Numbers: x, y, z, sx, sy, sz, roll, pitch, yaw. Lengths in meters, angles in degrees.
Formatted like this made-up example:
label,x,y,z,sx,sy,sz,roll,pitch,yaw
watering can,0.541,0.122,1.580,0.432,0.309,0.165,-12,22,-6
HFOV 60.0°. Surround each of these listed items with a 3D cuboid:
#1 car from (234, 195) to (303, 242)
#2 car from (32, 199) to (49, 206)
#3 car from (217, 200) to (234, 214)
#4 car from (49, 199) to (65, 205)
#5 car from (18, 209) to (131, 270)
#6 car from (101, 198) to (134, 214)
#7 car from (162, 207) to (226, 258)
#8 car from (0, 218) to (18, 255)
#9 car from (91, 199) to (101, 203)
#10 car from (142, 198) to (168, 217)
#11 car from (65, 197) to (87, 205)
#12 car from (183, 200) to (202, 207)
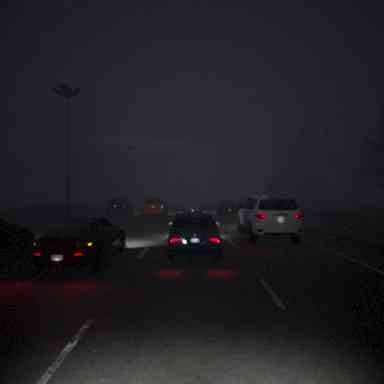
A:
label,x,y,z,sx,sy,sz,roll,pitch,yaw
car,3.580,1.176,16.114,2.150,2.045,5.566,0,0,0
car,-28.075,1.949,62.657,2.033,1.411,5.357,0,-1,0
car,3.559,1.550,33.531,1.812,1.442,4.674,0,0,0
car,-24.583,1.970,62.698,1.994,1.385,4.181,0,-1,0
car,-3.417,1.484,10.724,1.812,1.442,4.674,0,0,0
car,-6.940,1.368,32.246,2.097,1.767,4.553,0,0,0
car,0.084,1.504,12.513,2.033,1.411,5.357,0,0,0
car,-6.917,1.485,10.737,1.812,1.442,4.674,0,0,0
car,-17.591,2.010,62.732,1.895,1.301,4.718,0,-1,0
car,-3.440,1.363,31.575,2.097,1.767,4.553,0,0,0
car,-21.087,1.742,61.481,2.097,1.767,4.553,0,-1,0
car,0.059,1.550,33.517,1.812,1.442,4.674,0,0,0
